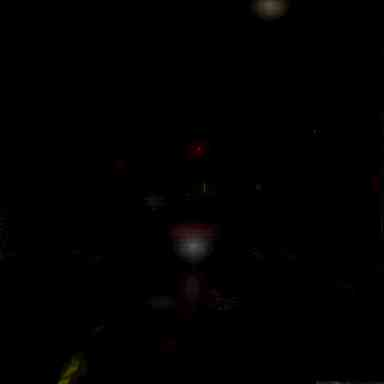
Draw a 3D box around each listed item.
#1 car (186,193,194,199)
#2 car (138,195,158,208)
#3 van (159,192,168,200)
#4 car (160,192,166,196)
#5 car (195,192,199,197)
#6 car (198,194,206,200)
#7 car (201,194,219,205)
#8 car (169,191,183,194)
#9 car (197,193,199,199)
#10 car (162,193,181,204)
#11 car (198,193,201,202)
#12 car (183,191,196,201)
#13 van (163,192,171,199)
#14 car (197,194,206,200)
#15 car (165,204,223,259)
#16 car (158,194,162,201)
[{"bbox_3d":[-0.585,0.977,82.942,1.895,1.301,4.718,0,0,-1],"label":"car"},{"bbox_3d":[-5.976,1.296,43.577,2.008,1.369,4.403,0,0,-1],"label":"car"},{"bbox_3d":[-6.265,0.920,73.964,1.690,1.788,3.998,0,0,-1],"label":"van"},{"bbox_3d":[-6.162,1.203,63.140,1.947,1.339,4.313,0,0,-1],"label":"car"},{"bbox_3d":[2.300,1.151,69.859,2.008,1.369,4.403,0,0,-1],"label":"car"},{"bbox_3d":[2.248,1.097,75.317,1.752,1.417,4.829,0,0,-1],"label":"car"},{"bbox_3d":[2.549,1.295,43.655,2.008,1.369,4.403,0,0,-1],"label":"car"},{"bbox_3d":[-3.469,1.074,70.639,1.882,1.535,5.008,0,0,-1],"label":"car"},{"bbox_3d":[2.394,1.204,59.987,2.008,1.369,4.403,0,0,-1],"label":"car"},{"bbox_3d":[-3.383,1.244,55.158,1.994,1.385,4.181,0,0,0],"label":"car"},{"bbox_3d":[2.445,1.228,54.543,1.887,1.381,4.507,0,0,-1],"label":"car"},{"bbox_3d":[-0.486,1.104,72.490,2.128,1.511,4.902,0,0,-1],"label":"car"},{"bbox_3d":[-6.368,0.864,84.791,1.690,1.788,3.998,0,0,-1],"label":"van"},{"bbox_3d":[2.199,1.110,80.437,1.947,1.339,4.313,0,0,-1],"label":"car"},{"bbox_3d":[0.055,1.432,12.337,2.128,1.511,4.902,0,0,0],"label":"car"},{"bbox_3d":[-6.023,1.268,48.569,2.008,1.369,4.403,0,0,-1],"label":"car"}]
